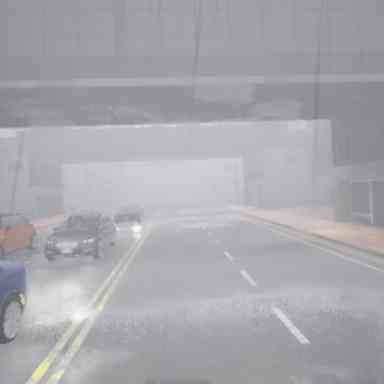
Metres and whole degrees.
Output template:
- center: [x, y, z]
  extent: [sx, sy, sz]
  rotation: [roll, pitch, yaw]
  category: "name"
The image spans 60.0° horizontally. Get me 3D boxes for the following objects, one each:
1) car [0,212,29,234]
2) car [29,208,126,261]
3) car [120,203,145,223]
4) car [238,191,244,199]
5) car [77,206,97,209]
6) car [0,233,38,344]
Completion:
- center: [-7.686, 1.644, 12.600]
  extent: [2.097, 1.767, 4.553]
  rotation: [-2, 0, -3]
  category: "car"
- center: [-4.211, 1.649, 13.230]
  extent: [2.128, 1.511, 4.902]
  rotation: [-2, 0, -3]
  category: "car"
- center: [-4.965, 1.659, 26.996]
  extent: [1.882, 1.535, 5.008]
  rotation: [-2, 0, -3]
  category: "car"
- center: [12.329, 0.647, 79.624]
  extent: [1.932, 1.855, 4.605]
  rotation: [-2, 0, -3]
  category: "car"
- center: [-8.440, 1.841, 26.624]
  extent: [1.812, 1.442, 4.674]
  rotation: [-2, 0, -3]
  category: "car"
- center: [-3.672, 1.617, 3.750]
  extent: [1.882, 1.535, 5.008]
  rotation: [-2, 0, -4]
  category: "car"
